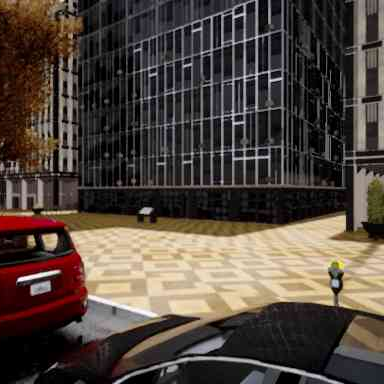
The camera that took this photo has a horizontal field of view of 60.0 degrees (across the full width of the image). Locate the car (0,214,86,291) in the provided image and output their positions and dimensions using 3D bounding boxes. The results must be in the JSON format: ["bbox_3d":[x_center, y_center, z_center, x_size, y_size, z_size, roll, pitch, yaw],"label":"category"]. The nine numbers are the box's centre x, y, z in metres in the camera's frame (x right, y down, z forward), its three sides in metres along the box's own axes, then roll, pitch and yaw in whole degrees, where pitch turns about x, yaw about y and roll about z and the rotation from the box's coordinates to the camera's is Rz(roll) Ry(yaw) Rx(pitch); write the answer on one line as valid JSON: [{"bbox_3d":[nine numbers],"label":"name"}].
[{"bbox_3d":[-3.876,1.304,5.621,5.009,1.841,2.192,0,0,35],"label":"car"}]

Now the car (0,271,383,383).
[{"bbox_3d":[0.629,1.565,2.426,4.313,1.339,1.947,0,0,35],"label":"car"}]
